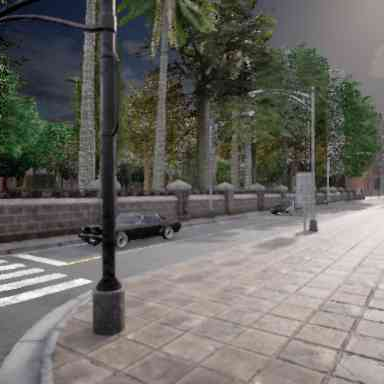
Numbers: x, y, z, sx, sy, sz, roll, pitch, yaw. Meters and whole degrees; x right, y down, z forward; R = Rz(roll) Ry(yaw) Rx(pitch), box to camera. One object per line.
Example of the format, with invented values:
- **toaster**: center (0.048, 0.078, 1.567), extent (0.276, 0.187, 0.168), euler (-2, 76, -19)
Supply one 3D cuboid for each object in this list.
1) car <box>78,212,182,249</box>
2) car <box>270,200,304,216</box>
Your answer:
- **car**: center (-2.576, 1.574, 14.749), extent (1.895, 1.301, 4.718), euler (0, 0, 35)
- **car**: center (9.160, 1.454, 31.299), extent (2.033, 1.411, 5.357), euler (0, 0, 35)
